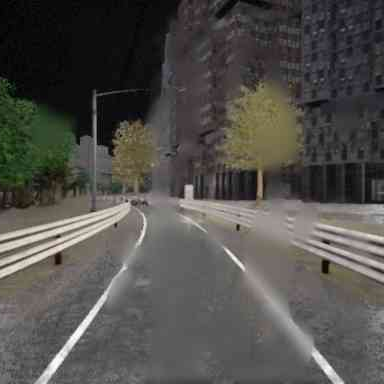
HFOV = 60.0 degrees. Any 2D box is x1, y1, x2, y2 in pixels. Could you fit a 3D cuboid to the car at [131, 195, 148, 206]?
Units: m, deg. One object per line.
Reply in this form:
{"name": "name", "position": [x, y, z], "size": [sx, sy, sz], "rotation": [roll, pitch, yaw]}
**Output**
{"name": "car", "position": [-8.483, 1.308, 53.654], "size": [2.097, 1.767, 4.553], "rotation": [0, 0, -20]}
